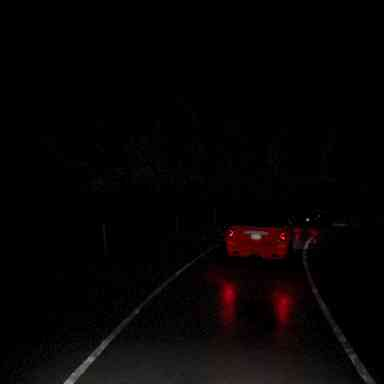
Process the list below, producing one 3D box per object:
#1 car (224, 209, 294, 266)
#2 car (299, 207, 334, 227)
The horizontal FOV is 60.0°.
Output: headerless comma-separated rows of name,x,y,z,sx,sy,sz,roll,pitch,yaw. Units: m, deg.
car,2.592,1.414,12.219,2.097,1.767,4.553,1,0,17
car,10.001,1.961,26.736,1.812,1.442,4.674,2,-1,35
